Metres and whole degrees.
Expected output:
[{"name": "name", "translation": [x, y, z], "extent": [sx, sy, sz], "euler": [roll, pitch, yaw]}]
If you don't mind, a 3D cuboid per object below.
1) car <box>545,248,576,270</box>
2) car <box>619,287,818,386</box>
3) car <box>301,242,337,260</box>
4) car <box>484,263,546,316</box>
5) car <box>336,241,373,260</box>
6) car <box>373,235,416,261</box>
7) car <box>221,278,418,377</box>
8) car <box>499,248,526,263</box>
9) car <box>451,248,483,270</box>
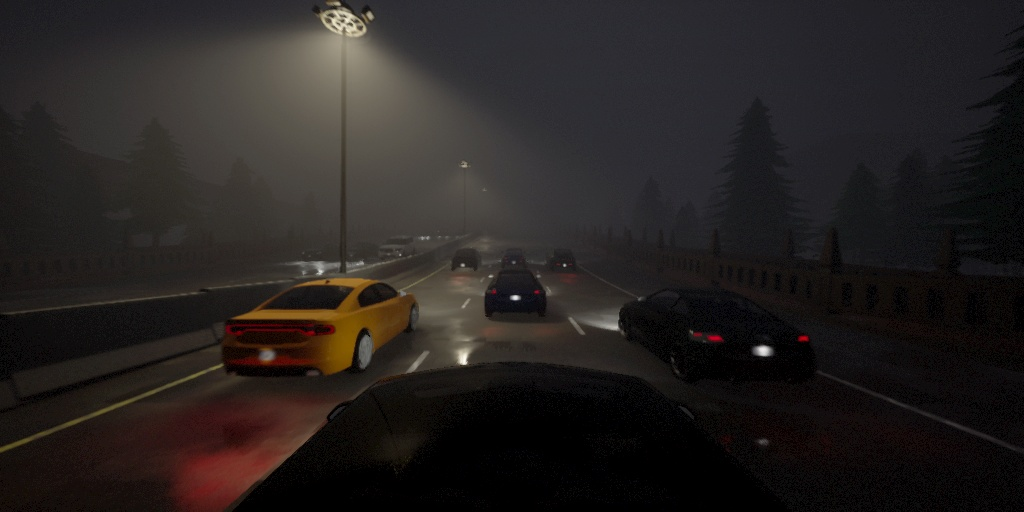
[{"name": "car", "translation": [3.626, 0.162, 27.004], "extent": [1.837, 1.490, 4.892], "euler": [0, 5, 0]}, {"name": "car", "translation": [3.587, 1.290, 7.119], "extent": [1.994, 1.385, 4.181], "euler": [0, 1, 0]}, {"name": "car", "translation": [-17.549, -0.493, 33.357], "extent": [1.812, 1.442, 4.674], "euler": [0, 6, 0]}, {"name": "car", "translation": [0.106, 1.142, 12.681], "extent": [1.994, 1.385, 4.181], "euler": [0, 2, 0]}, {"name": "car", "translation": [-14.048, -0.571, 33.792], "extent": [2.128, 1.511, 4.902], "euler": [0, 6, 0]}, {"name": "car", "translation": [-10.550, -0.800, 33.416], "extent": [2.150, 2.045, 5.566], "euler": [0, 6, 0]}, {"name": "car", "translation": [-3.415, 1.189, 7.495], "extent": [1.882, 1.535, 5.008], "euler": [0, 1, 0]}, {"name": "car", "translation": [0.130, 0.063, 28.214], "extent": [1.812, 1.442, 4.674], "euler": [0, 6, 0]}, {"name": "car", "translation": [-3.373, 0.152, 27.033], "extent": [1.837, 1.490, 4.892], "euler": [0, 5, 0]}]
